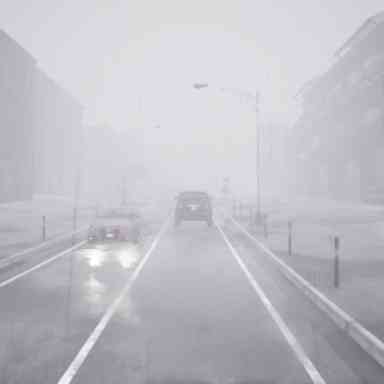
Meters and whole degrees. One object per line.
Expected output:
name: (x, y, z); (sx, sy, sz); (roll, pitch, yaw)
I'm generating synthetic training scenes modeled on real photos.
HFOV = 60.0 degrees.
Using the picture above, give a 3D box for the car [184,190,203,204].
car: (0.248, 0.552, 39.044); (2.128, 1.511, 4.902); (0, 1, 2)

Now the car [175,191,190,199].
car: (-1.603, 0.468, 57.143); (1.895, 1.301, 4.718); (0, -1, 7)

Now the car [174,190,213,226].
car: (0.088, 0.883, 20.446); (2.150, 2.045, 5.566); (0, 2, 0)

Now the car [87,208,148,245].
car: (-3.105, 1.394, 14.505); (1.994, 1.385, 4.181); (0, 1, 0)
